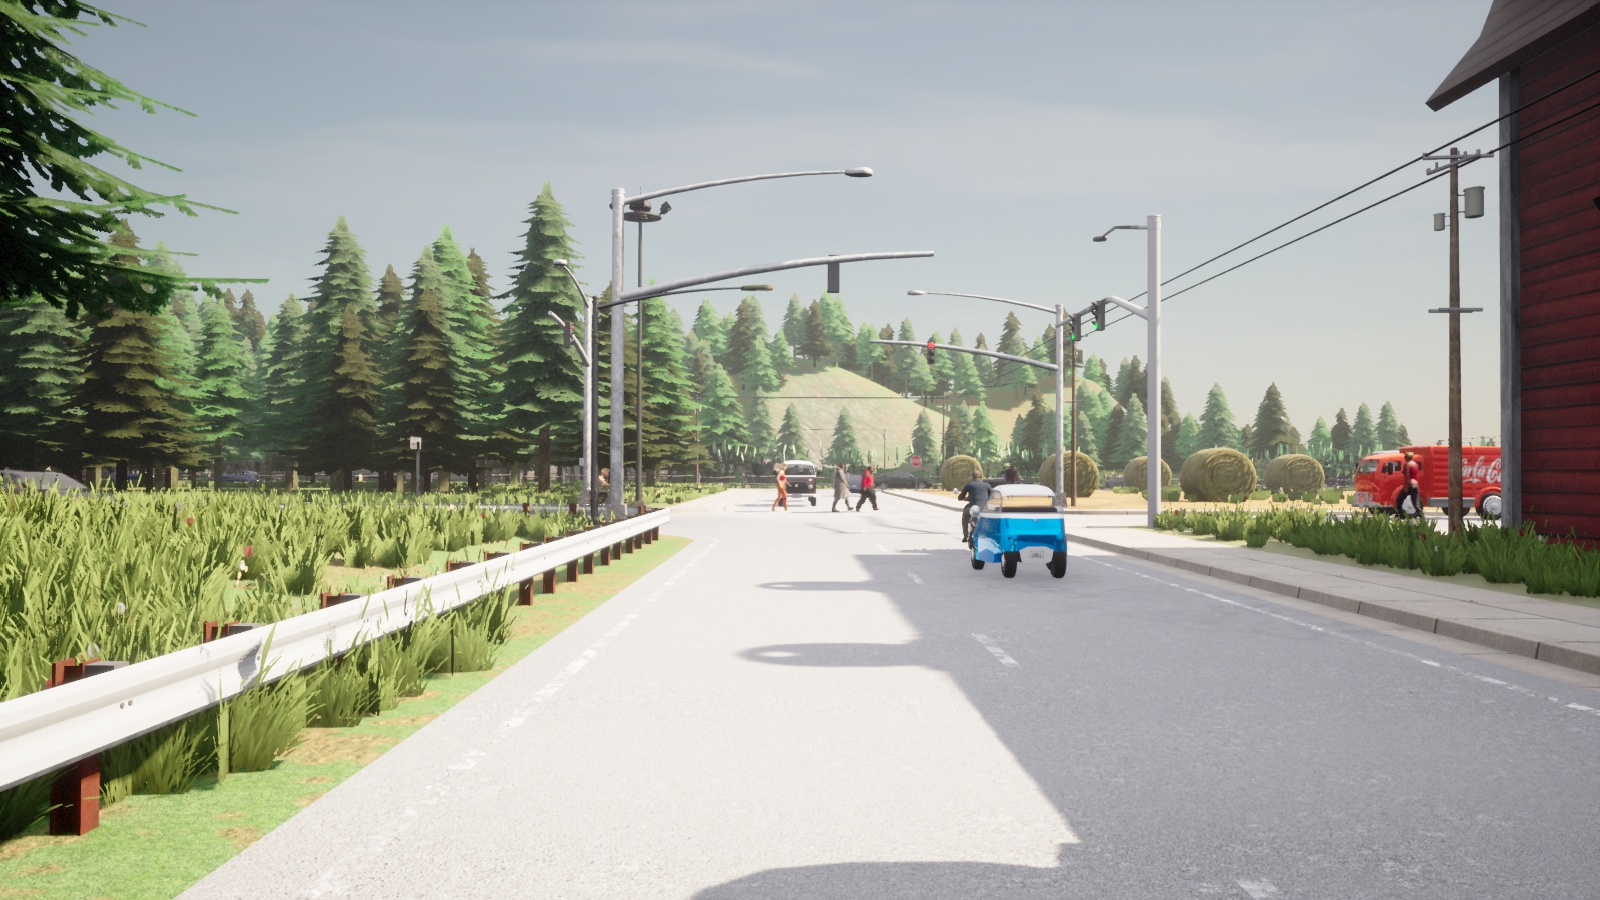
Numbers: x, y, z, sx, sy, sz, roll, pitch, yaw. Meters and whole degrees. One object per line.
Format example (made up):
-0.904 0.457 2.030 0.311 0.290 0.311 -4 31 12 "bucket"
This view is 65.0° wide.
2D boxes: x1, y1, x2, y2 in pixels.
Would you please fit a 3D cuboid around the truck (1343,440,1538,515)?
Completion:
21.541 0.921 42.414 5.204 2.467 2.627 0 -1 -1 "truck"

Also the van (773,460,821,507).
-0.145 1.484 56.435 2.069 2.038 4.480 0 -1 0 "van"

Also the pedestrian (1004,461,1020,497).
10.920 1.487 64.690 0.634 1.844 0.899 -1 -1 22 "pedestrian"

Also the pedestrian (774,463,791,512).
-0.652 1.400 47.275 0.594 1.836 0.345 0 -1 5 "pedestrian"

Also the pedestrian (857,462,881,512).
2.599 1.392 47.368 0.899 1.844 0.634 0 -1 3 "pedestrian"

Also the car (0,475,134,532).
-21.392 1.463 35.216 4.792 1.488 2.163 -1 -1 21 "car"

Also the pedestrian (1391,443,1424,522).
14.315 0.765 29.603 0.331 1.846 0.636 0 -1 -20 "pedestrian"

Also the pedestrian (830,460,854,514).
1.560 1.360 46.453 0.873 1.952 0.659 0 -1 0 "pedestrian"

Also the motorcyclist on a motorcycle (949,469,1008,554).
3.437 1.163 24.369 0.866 1.590 1.817 0 -1 0 "motorcyclist on a motorcycle"

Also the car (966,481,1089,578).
3.451 1.181 19.366 1.481 1.376 2.207 0 -1 0 "car"

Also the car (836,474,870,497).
3.299 2.186 78.850 1.994 1.385 4.181 0 -1 0 "car"
